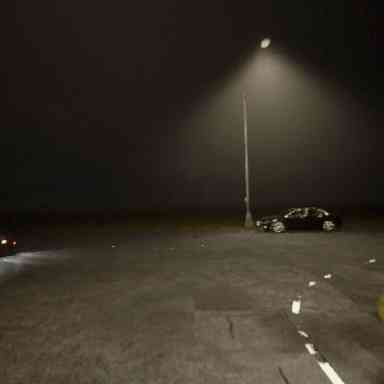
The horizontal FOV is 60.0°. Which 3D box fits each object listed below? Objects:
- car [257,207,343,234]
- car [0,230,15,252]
[{"bbox_3d":[6.354,1.681,19.801,4.892,1.490,1.837,-1,-2,-1],"label":"car"},{"bbox_3d":[-9.130,1.732,12.698,4.181,1.385,1.994,0,-2,0],"label":"car"}]
